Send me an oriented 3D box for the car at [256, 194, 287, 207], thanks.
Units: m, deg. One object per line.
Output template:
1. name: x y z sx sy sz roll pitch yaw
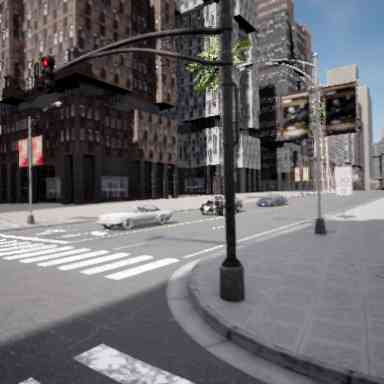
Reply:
1. car: 9.100 0.902 37.654 2.033 1.411 5.357 -2 0 36

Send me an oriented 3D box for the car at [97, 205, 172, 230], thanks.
1. car: -3.372 1.462 20.185 1.895 1.301 4.718 -2 0 36

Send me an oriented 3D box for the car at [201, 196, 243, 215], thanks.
1. car: 2.597 1.122 28.556 2.128 1.511 4.902 -2 0 36
